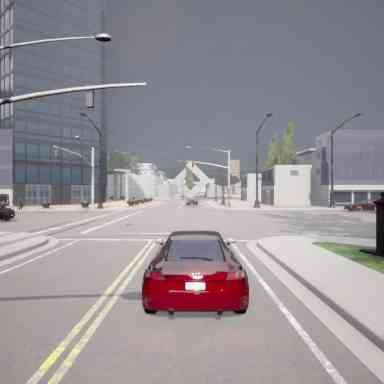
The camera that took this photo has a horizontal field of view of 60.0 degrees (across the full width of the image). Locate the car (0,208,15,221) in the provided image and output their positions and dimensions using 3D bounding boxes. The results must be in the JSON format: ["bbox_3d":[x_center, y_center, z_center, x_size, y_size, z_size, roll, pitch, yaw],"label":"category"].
[{"bbox_3d":[-16.612,1.587,26.091,5.008,1.535,1.882,-1,0,0],"label":"car"}]

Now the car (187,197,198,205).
[{"bbox_3d":[0.052,1.601,58.664,1.895,1.301,4.718,0,0,1],"label":"car"}]

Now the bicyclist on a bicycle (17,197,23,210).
[{"bbox_3d":[-21.999,1.466,42.523,0.582,1.620,1.656,-1,0,0],"label":"bicyclist on a bicycle"}]

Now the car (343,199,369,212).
[{"bbox_3d":[19.849,1.502,37.088,5.357,1.411,2.033,0,0,-1],"label":"car"}]

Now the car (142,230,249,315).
[{"bbox_3d":[0.071,1.564,7.642,1.994,1.385,4.181,0,0,0],"label":"car"}]

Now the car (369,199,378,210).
[{"bbox_3d":[21.524,1.167,33.585,5.566,2.045,2.150,0,0,0],"label":"car"}]
